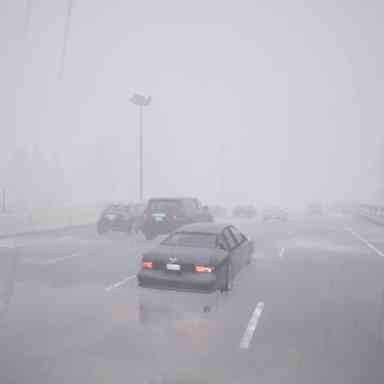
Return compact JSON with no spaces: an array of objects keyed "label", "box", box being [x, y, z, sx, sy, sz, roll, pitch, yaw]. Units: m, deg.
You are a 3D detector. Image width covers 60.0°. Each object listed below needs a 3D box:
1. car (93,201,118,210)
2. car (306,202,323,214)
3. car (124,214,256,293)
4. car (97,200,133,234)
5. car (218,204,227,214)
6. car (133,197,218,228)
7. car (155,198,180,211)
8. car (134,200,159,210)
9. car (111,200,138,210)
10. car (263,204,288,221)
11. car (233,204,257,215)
[{"label":"car","box":[-13.926,2.095,53.872,1.994,1.385,4.181,0,-1,19]},{"label":"car","box":[15.444,1.980,42.046,1.882,1.535,5.008,0,-1,19]},{"label":"car","box":[0.447,1.566,9.050,2.033,1.411,5.357,0,0,19]},{"label":"car","box":[-3.463,1.428,19.241,2.097,1.767,4.553,0,-1,19]},{"label":"car","box":[2.496,1.943,36.647,1.895,1.301,4.718,0,-1,19]},{"label":"car","box":[-0.563,1.286,16.908,2.150,2.045,5.566,0,0,19]},{"label":"car","box":[-3.698,1.896,51.307,2.097,1.767,4.553,0,-1,19]},{"label":"car","box":[-7.064,2.021,52.282,1.882,1.535,5.008,0,-1,19]},{"label":"car","box":[-10.578,2.010,52.841,1.882,1.535,5.008,0,-1,19]},{"label":"car","box":[7.422,1.778,29.421,1.812,1.442,4.674,0,-1,19]},{"label":"car","box":[5.666,1.935,35.099,1.895,1.301,4.718,0,-1,19]}]
